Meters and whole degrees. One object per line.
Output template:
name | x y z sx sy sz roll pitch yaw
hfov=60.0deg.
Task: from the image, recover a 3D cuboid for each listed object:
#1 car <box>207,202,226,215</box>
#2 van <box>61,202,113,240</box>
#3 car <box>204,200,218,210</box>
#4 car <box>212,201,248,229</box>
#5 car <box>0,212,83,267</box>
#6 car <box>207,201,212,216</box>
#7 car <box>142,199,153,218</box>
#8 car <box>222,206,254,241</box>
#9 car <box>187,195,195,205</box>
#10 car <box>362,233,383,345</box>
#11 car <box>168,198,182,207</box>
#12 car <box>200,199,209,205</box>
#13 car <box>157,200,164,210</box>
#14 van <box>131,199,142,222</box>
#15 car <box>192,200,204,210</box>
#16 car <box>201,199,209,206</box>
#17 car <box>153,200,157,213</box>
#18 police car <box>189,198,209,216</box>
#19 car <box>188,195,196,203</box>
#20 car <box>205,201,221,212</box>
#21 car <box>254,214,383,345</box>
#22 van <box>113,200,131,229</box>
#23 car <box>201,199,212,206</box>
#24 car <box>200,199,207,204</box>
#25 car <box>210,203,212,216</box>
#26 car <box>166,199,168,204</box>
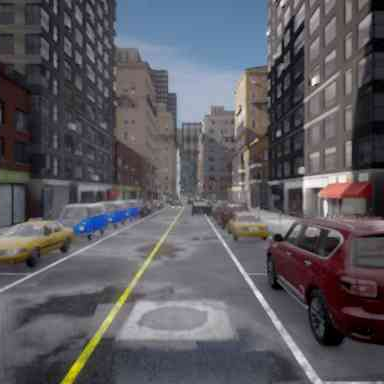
car | 2.857 1.940 39.944 1.947 1.339 4.313 -1 -1 0
van | -5.680 1.510 17.603 1.690 1.788 3.998 -1 -1 0
car | 2.859 2.025 51.115 2.008 1.369 4.403 -1 -1 0
car | 2.851 1.536 23.189 2.192 1.841 5.009 -1 -1 0
car | -5.677 1.640 11.846 1.752 1.417 4.829 -1 -1 0
car | 2.855 1.850 34.529 1.752 1.417 4.829 -1 -1 0
car | -5.681 1.638 34.360 2.192 1.841 5.009 -1 -1 0
car | 2.852 1.696 17.772 1.752 1.417 4.829 -1 -1 0
car | -0.004 2.021 72.859 1.882 1.535 5.008 0 0 0
car | 2.847 1.325 0.847 2.192 1.841 5.009 -1 -1 0
car | -3.021 2.160 65.351 1.994 1.385 4.181 0 0 1
car | 2.864 2.280 79.044 1.947 1.339 4.313 -1 0 0
car | -5.680 1.914 51.115 1.967 1.590 4.097 -1 -1 0
van | -5.680 1.613 28.774 1.690 1.788 3.998 -1 -1 0
car | 0.897 2.013 52.586 1.812 1.442 4.674 0 -1 0
car | 2.862 2.194 73.628 1.752 1.417 4.829 -1 0 0
car | -5.680 1.814 39.945 1.967 1.590 4.097 -1 -1 0
police car | 0.898 1.770 36.696 1.930 1.638 5.238 0 -1 0
car | -0.005 1.850 87.532 2.150 2.045 5.566 0 0 0
car | 2.858 1.990 45.529 1.947 1.339 4.313 -1 -1 0
car | 2.848 1.378 6.433 2.192 1.841 5.009 -1 -1 0
van | -5.680 1.562 23.189 1.690 1.788 3.998 -1 -1 0
car | 2.862 2.171 67.872 2.008 1.369 4.403 -1 0 0
car | 2.865 2.343 84.629 1.802 1.307 4.206 -1 0 0
car | 2.855 1.854 28.772 1.802 1.307 4.206 -1 -1 0
car | -5.679 2.105 56.700 1.802 1.307 4.206 -1 -1 0
